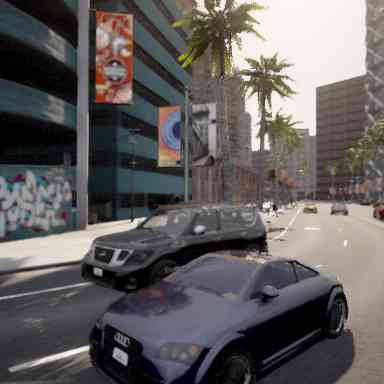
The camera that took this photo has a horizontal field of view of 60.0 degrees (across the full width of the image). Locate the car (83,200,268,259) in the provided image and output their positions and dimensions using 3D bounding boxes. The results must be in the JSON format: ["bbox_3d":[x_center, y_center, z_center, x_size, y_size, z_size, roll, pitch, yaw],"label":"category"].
[{"bbox_3d":[-0.058,1.347,8.956,2.150,2.045,5.566,0,-1,43],"label":"car"}]

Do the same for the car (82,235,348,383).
[{"bbox_3d":[0.664,1.638,5.016,4.181,1.385,1.994,1,-1,-43],"label":"car"}]

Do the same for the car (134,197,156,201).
[{"bbox_3d":[-6.529,1.628,44.835,2.435,2.045,5.566,0,-1,19],"label":"car"}]

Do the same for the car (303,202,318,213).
[{"bbox_3d":[16.994,2.208,47.728,1.882,1.535,5.008,0,-1,20],"label":"car"}]

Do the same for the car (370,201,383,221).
[{"bbox_3d":[19.503,2.016,33.243,1.882,1.535,5.008,0,-1,20],"label":"car"}]

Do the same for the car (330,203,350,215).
[{"bbox_3d":[18.930,2.193,42.699,1.812,1.442,4.674,0,-1,19],"label":"car"}]
